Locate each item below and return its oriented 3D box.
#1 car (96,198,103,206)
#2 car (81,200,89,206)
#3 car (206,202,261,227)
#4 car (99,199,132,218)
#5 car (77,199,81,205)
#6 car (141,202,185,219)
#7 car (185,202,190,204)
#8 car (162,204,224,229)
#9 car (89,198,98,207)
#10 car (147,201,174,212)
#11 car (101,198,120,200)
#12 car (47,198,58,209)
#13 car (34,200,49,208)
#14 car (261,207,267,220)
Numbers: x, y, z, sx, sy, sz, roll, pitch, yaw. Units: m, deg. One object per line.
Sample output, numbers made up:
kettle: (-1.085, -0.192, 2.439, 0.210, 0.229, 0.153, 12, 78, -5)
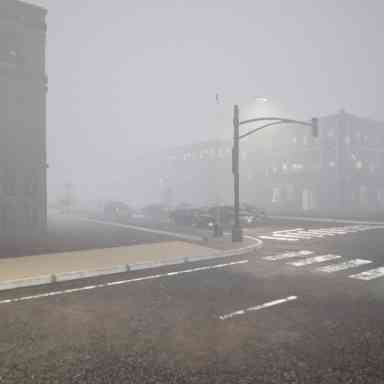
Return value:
car: (-13.182, 2.103, 52.877, 1.994, 1.385, 4.181, -1, 0, -35)
car: (-20.311, 2.227, 67.388, 1.887, 1.381, 4.507, -1, 0, -35)
car: (2.685, 1.738, 24.990, 1.812, 1.442, 4.674, -1, 0, -33)
car: (-7.929, 1.846, 35.451, 1.967, 1.590, 4.097, -1, 0, -35)
car: (-26.717, 2.364, 76.417, 1.947, 1.339, 4.313, -1, 0, -35)
car: (-3.260, 1.877, 33.360, 2.033, 1.411, 5.357, -1, 0, -36)
car: (-1.093, 1.904, 40.303, 1.802, 1.307, 4.206, -2, 0, -35)
car: (0.004, 1.814, 24.064, 1.947, 1.339, 4.313, -1, 0, -35)
car: (-17.114, 1.940, 62.873, 2.192, 1.841, 5.009, -1, 0, -35)
car: (-4.295, 1.966, 44.817, 1.802, 1.307, 4.206, -2, 0, -35)
car: (-9.254, 1.938, 41.827, 2.128, 1.511, 4.902, -1, 0, -35)
car: (-23.844, 2.232, 57.884, 1.752, 1.417, 4.829, -1, 0, -35)
car: (-30.348, 2.376, 67.052, 2.008, 1.369, 4.403, -1, 0, -35)
car: (4.134, 1.695, 28.341, 2.128, 1.511, 4.902, -1, 0, -35)
